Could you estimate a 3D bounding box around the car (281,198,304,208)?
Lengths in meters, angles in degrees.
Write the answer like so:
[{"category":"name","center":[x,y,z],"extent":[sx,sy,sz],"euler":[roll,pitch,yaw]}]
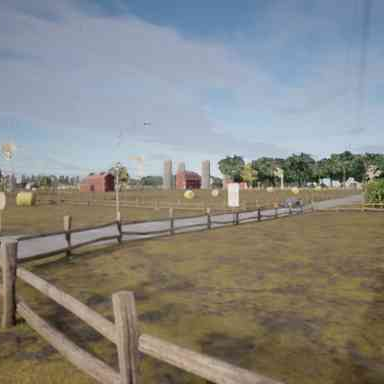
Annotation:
[{"category":"car","center":[14.902,1.613,49.233],"extent":[2.033,1.411,5.357],"euler":[-1,0,36]}]
